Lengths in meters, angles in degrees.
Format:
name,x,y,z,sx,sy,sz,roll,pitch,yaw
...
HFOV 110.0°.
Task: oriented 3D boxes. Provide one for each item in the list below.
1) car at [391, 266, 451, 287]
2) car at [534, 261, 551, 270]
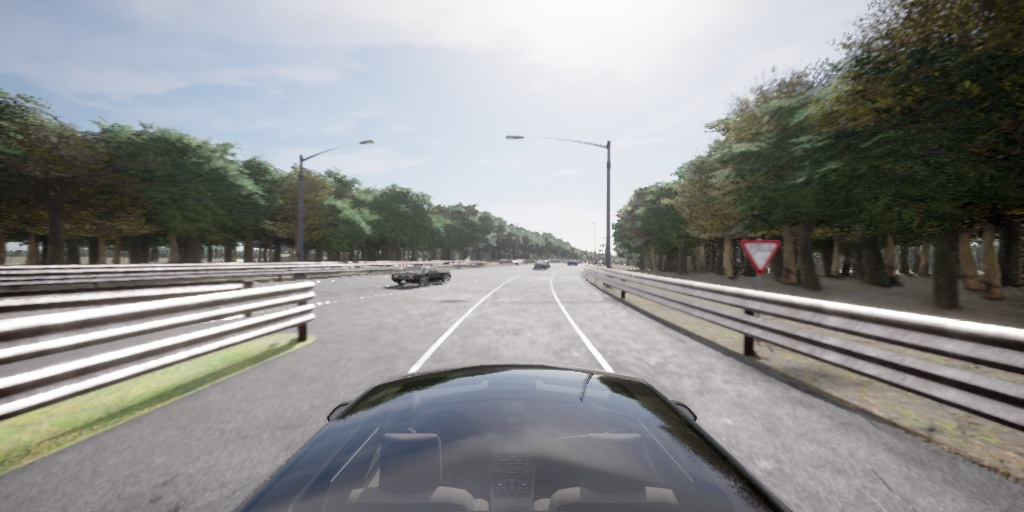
name,x,y,z,sx,sy,sz,roll,pitch,yaw
car,-6.084,1.362,24.718,1.895,1.301,4.718,0,0,20
car,4.770,1.464,56.604,1.812,1.442,4.674,0,0,18
